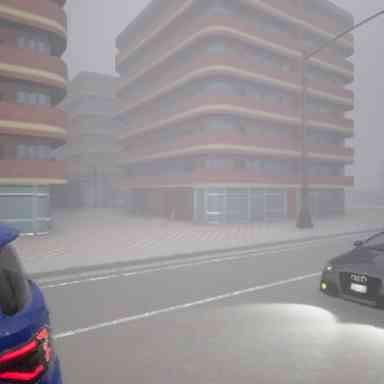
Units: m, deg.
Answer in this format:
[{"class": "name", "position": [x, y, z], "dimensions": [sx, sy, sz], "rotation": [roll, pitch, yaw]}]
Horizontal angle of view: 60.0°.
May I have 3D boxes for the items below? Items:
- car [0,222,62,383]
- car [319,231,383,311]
[{"class": "car", "position": [-3.530, 1.223, 1.423], "dimensions": [5.566, 2.045, 2.150], "rotation": [0, 0, -35]}, {"class": "car", "position": [4.664, 1.567, 7.211], "dimensions": [4.181, 1.385, 1.994], "rotation": [0, 0, -35]}]
